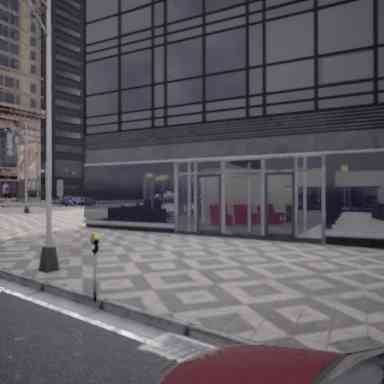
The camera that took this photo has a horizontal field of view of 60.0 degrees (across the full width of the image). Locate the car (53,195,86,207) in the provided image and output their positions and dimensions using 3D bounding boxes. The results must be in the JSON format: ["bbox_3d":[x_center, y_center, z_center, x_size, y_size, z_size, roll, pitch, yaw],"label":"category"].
[{"bbox_3d":[-15.966,1.269,46.458,2.033,1.411,5.357,0,0,36],"label":"car"}]

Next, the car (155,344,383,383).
[{"bbox_3d":[1.540,1.584,1.755,4.206,1.307,1.802,0,0,36],"label":"car"}]

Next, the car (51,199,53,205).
[{"bbox_3d":[-18.667,1.221,48.255,2.128,1.511,4.902,0,0,36],"label":"car"}]
